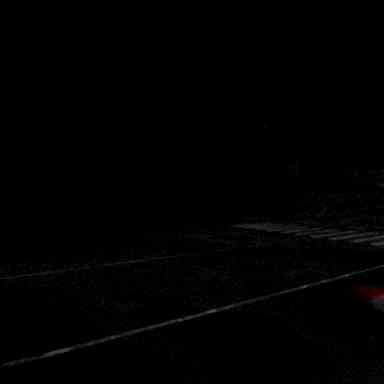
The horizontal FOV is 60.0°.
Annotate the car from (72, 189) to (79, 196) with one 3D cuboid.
[{"bbox_3d":[-24.663,0.288,77.187,2.097,1.535,5.008,0,2,18],"label":"car"}]

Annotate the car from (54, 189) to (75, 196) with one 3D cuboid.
[{"bbox_3d":[-31.620,0.174,82.757,2.097,1.535,5.008,0,3,19],"label":"car"}]

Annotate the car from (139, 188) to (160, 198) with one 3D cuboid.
[{"bbox_3d":[-8.172,0.155,64.467,2.185,1.767,4.553,-2,1,17],"label":"car"}]

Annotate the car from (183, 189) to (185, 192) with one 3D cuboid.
[{"bbox_3d":[-0.979,0.160,59.209,2.231,1.521,4.892,-1,2,16],"label":"car"}]

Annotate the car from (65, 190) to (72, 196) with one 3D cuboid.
[{"bbox_3d":[-27.010,0.127,79.000,2.185,1.767,4.553,0,2,18],"label":"car"}]

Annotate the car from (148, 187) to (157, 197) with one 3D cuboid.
[{"bbox_3d":[-5.779,-0.012,62.750,2.435,2.045,5.566,-2,1,16],"label":"car"}]

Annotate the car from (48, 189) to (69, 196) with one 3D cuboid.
[{"bbox_3d":[-33.941,0.136,84.623,2.097,1.535,5.008,0,2,19],"label":"car"}]

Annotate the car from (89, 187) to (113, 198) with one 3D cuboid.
[{"bbox_3d":[-19.997,0.088,73.476,2.435,2.045,5.566,0,2,18],"label":"car"}]

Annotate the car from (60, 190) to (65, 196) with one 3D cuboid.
[{"bbox_3d":[-29.372,0.218,80.711,1.946,1.575,5.366,0,3,19],"label":"car"}]

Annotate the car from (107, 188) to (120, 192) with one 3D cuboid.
[{"bbox_3d":[-15.271,0.220,69.904,2.185,1.767,4.553,-1,2,17],"label":"car"}]
